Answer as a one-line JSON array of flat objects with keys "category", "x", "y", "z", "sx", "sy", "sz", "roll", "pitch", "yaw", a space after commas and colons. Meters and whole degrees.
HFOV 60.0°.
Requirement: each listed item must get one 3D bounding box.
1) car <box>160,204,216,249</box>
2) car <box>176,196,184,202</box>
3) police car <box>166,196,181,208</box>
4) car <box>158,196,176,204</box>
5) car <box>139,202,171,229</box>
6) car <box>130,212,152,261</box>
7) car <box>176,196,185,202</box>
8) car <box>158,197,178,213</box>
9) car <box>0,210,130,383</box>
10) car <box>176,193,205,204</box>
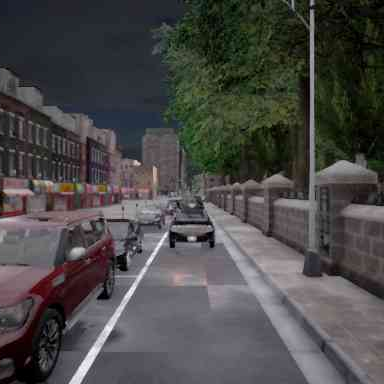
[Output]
[{"category": "car", "x": 0.000, "y": 1.496, "z": 14.650, "sx": 2.128, "sy": 1.511, "sz": 4.902, "roll": 0, "pitch": 0, "yaw": 0}, {"category": "car", "x": -2.637, "y": 1.591, "z": 73.839, "sx": 1.802, "sy": 1.307, "sz": 4.206, "roll": 0, "pitch": 0, "yaw": 0}, {"category": "police car", "x": -2.750, "y": 1.431, "z": 50.249, "sx": 1.930, "sy": 1.638, "sz": 5.238, "roll": 0, "pitch": 0, "yaw": 0}, {"category": "car", "x": -2.648, "y": 1.442, "z": 31.948, "sx": 1.967, "sy": 1.590, "sz": 4.097, "roll": 0, "pitch": 0, "yaw": 0}, {"category": "car", "x": -2.651, "y": 1.551, "z": 21.409, "sx": 2.008, "sy": 1.369, "sz": 4.403, "roll": 0, "pitch": 0, "yaw": 0}, {"category": "car", "x": -2.654, "y": 1.565, "z": 10.868, "sx": 1.947, "sy": 1.339, "sz": 4.313, "roll": 0, "pitch": 0, "yaw": 0}, {"category": "car", "x": -2.637, "y": 1.576, "z": 77.502, "sx": 1.947, "sy": 1.339, "sz": 4.313, "roll": 0, "pitch": 0, "yaw": 0}, {"category": "car", "x": -2.647, "y": 1.443, "z": 37.220, "sx": 1.967, "sy": 1.590, "sz": 4.097, "roll": 0, "pitch": 0, "yaw": 0}, {"category": "car", "x": -2.656, "y": 1.314, "z": 5.598, "sx": 2.192, "sy": 1.841, "sz": 5.009, "roll": 0, "pitch": 0, "yaw": 0}, {"category": "car", "x": 0.000, "y": 1.260, "z": 29.680, "sx": 2.150, "sy": 2.045, "sz": 5.566, "roll": 0, "pitch": 0, "yaw": 0}]
